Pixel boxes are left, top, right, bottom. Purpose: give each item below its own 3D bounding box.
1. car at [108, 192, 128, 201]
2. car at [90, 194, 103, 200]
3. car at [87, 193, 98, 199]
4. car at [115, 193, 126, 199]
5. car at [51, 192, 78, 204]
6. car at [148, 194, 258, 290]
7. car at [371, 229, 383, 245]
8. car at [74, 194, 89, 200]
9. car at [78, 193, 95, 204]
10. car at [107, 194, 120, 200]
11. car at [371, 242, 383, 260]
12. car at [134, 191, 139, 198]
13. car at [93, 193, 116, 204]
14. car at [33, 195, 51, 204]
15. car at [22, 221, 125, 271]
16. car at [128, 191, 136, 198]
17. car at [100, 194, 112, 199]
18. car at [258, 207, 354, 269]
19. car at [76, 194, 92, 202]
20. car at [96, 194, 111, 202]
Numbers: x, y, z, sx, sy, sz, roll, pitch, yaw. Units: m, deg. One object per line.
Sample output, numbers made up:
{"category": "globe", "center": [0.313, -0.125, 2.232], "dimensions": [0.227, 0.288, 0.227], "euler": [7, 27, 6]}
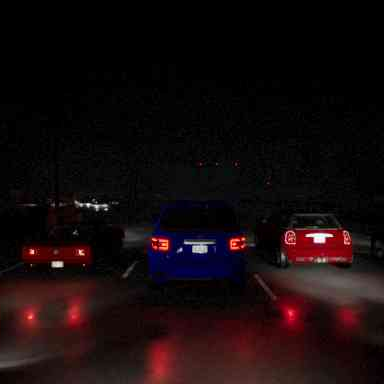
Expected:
{"category": "car", "center": [-14.714, 1.032, 65.963], "dimensions": [2.097, 1.767, 4.553], "euler": [0, 0, 0]}
{"category": "car", "center": [-21.807, 1.143, 76.116], "dimensions": [1.812, 1.442, 4.674], "euler": [0, 0, -1]}
{"category": "car", "center": [-25.517, 1.061, 85.488], "dimensions": [1.837, 1.490, 4.892], "euler": [0, 0, -3]}
{"category": "car", "center": [-18.617, 1.093, 86.898], "dimensions": [2.033, 1.411, 5.357], "euler": [0, 0, -3]}
{"category": "car", "center": [-21.656, 1.213, 56.895], "dimensions": [1.882, 1.535, 5.008], "euler": [0, 0, 0]}
{"category": "car", "center": [0.043, 1.207, 9.202], "dimensions": [2.150, 2.045, 5.566], "euler": [0, 0, -2]}
{"category": "car", "center": [7.018, 1.477, 9.406], "dimensions": [2.128, 1.511, 4.902], "euler": [0, 0, 0]}
{"category": "car", "center": [-25.311, 1.212, 76.404], "dimensions": [1.895, 1.301, 4.718], "euler": [0, 0, -1]}
{"category": "car", "center": [-18.170, 1.291, 58.319], "dimensions": [1.994, 1.385, 4.181], "euler": [0, 0, 0]}
{"category": "car", "center": [-18.324, 1.205, 77.563], "dimensions": [1.895, 1.301, 4.718], "euler": [0, 0, -1]}
{"category": "car", "center": [3.594, 1.490, 2.160], "dimensions": [2.128, 1.511, 4.902], "euler": [0, 0, 0]}
{"category": "car", "center": [-14.984, 0.787, 85.392], "dimensions": [2.150, 2.045, 5.566], "euler": [0, 0, -3]}
{"category": "car", "center": [-14.660, 1.341, 56.089], "dimensions": [1.895, 1.301, 4.718], "euler": [0, 0, 0]}
{"category": "car", "center": [-25.147, 1.243, 56.331], "dimensions": [1.837, 1.490, 4.892], "euler": [0, 0, 0]}
{"category": "car", "center": [-3.489, 1.584, 10.839], "dimensions": [1.895, 1.301, 4.718], "euler": [0, 0, 0]}
{"category": "car", "center": [-14.797, 1.163, 75.367], "dimensions": [2.033, 1.411, 5.357], "euler": [0, 0, -1]}
{"category": "car", "center": [-21.977, 1.118, 84.818], "dimensions": [1.994, 1.385, 4.181], "euler": [0, 0, -1]}
{"category": "car", "center": [3.506, 1.334, 11.303], "dimensions": [2.097, 1.767, 4.553], "euler": [0, 0, 0]}
{"category": "car", "center": [-21.704, 1.197, 67.229], "dimensions": [1.812, 1.442, 4.674], "euler": [0, 0, -1]}
{"category": "car", "center": [-18.218, 1.165, 68.453], "dimensions": [1.837, 1.490, 4.892], "euler": [0, 0, -1]}
